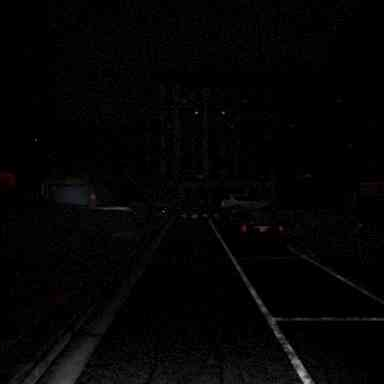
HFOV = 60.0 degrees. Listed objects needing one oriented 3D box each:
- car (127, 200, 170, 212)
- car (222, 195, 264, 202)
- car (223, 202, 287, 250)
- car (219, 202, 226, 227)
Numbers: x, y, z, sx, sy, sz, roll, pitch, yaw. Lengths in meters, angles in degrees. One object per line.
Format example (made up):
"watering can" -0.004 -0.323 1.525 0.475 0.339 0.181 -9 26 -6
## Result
"car" -5.068 1.520 38.281 4.718 1.301 1.895 1 0 24
"car" 5.958 1.342 35.739 5.566 2.045 2.150 2 -2 -15
"car" 2.641 1.434 14.298 1.967 1.590 4.097 0 0 0
"car" 2.638 1.543 19.802 2.008 1.369 4.403 0 0 0
